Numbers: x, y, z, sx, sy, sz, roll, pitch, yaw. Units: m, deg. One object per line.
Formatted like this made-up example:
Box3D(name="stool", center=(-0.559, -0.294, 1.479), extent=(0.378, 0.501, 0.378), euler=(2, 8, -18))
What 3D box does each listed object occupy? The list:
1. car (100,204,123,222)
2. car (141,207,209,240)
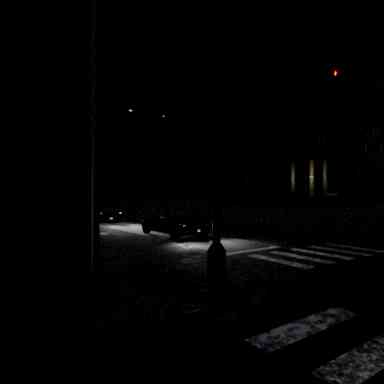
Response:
Box3D(name="car", center=(-7.091, 1.605, 25.731), extent=(1.895, 1.301, 4.718), euler=(0, 0, -36))
Box3D(name="car", center=(-1.044, 1.527, 17.354), extent=(1.812, 1.442, 4.674), euler=(0, 0, -36))
